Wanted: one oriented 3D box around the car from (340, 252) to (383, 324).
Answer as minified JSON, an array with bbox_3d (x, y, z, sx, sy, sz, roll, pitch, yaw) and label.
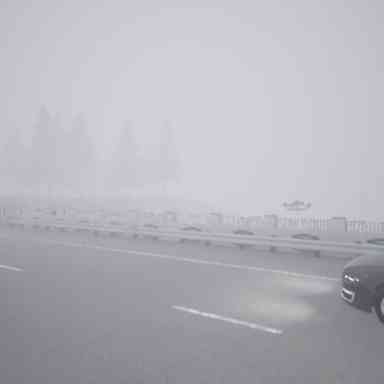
[{"bbox_3d":[4.876,1.381,4.944,4.892,1.490,1.837,0,1,34],"label":"car"}]
